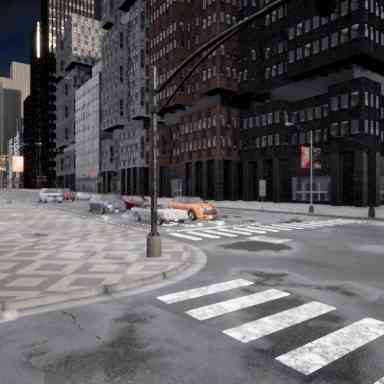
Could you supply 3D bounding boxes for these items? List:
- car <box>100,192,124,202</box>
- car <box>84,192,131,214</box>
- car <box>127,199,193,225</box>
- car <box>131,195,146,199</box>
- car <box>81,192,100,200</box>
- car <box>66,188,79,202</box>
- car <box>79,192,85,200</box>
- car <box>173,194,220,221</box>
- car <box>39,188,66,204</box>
[{"bbox_3d":[-13.002,0.763,54.069,2.128,1.511,4.902,0,1,-36],"label":"car"},{"bbox_3d":[-7.565,0.978,29.501,2.097,1.767,4.553,0,1,-36],"label":"car"},{"bbox_3d":[-2.227,1.355,22.091,1.895,1.301,4.718,0,1,-36],"label":"car"},{"bbox_3d":[-5.354,1.088,31.992,1.882,1.535,5.008,0,1,-36],"label":"car"},{"bbox_3d":[-19.073,0.712,62.498,1.895,1.301,4.718,0,1,-36],"label":"car"},{"bbox_3d":[-20.327,0.436,52.945,2.150,2.045,5.566,0,1,-36],"label":"car"},{"bbox_3d":[-19.279,0.706,57.226,1.812,1.442,4.674,0,1,-35],"label":"car"},{"bbox_3d":[0.042,1.093,24.511,2.097,1.767,4.553,0,1,-34],"label":"car"},{"bbox_3d":[-19.829,0.541,46.609,2.150,2.045,5.566,0,1,-35],"label":"car"}]
